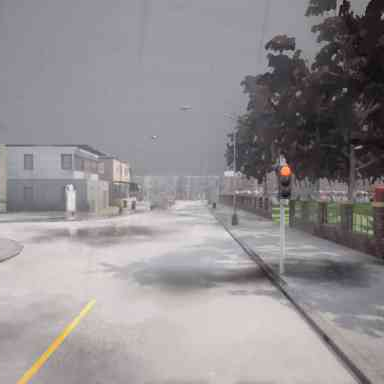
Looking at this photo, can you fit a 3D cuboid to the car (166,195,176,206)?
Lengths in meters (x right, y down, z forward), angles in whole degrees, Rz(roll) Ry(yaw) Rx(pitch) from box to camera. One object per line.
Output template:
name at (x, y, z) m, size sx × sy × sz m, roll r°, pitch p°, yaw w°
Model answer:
car at (-4.083, 1.352, 52.067) m, size 2.097 × 1.767 × 4.553 m, roll 0°, pitch 0°, yaw 0°

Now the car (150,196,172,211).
car at (-4.092, 1.547, 41.965) m, size 2.033 × 1.411 × 5.357 m, roll 0°, pitch 0°, yaw 0°

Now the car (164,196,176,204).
car at (-4.053, 1.526, 62.283) m, size 1.812 × 1.442 × 4.674 m, roll 0°, pitch 0°, yaw 1°
